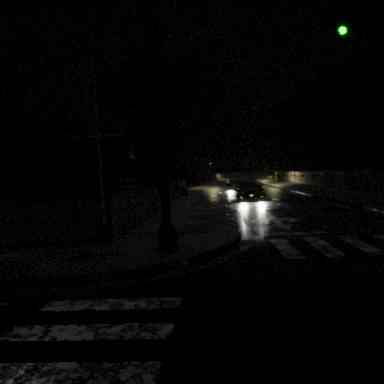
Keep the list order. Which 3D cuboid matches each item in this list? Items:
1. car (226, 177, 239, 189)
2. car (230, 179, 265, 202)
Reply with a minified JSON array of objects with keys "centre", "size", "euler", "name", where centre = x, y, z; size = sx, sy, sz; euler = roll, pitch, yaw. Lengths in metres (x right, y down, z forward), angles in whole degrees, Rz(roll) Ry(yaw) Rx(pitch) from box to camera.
[{"centre":[5.344,-1.211,43.279],"size":[2.128,1.511,4.902],"euler":[-3,3,4],"name":"car"},{"centre":[4.229,-0.069,24.991],"size":[1.994,1.385,4.181],"euler":[-3,3,4],"name":"car"}]
